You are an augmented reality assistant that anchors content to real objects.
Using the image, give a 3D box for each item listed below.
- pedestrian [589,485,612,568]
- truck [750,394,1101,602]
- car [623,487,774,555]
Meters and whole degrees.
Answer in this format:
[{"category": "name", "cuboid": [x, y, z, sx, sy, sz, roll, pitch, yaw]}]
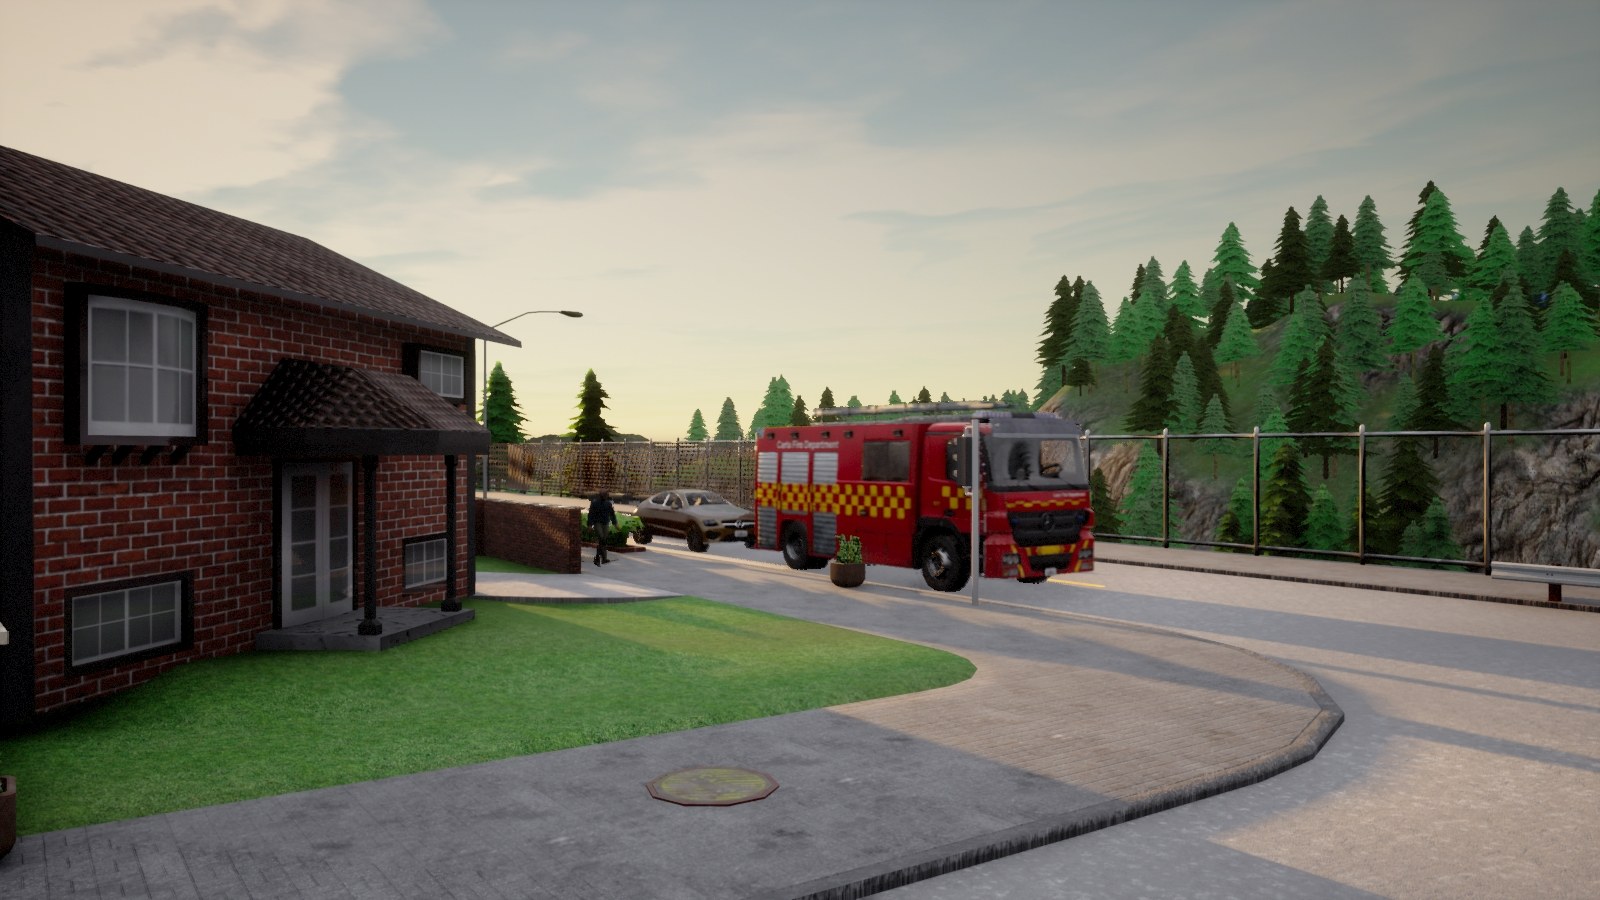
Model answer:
[{"category": "pedestrian", "cuboid": [-4.556, 1.745, 26.100, 0.375, 1.860, 0.375, 0, 0, -35]}, {"category": "truck", "cuboid": [2.390, 0.891, 25.410, 2.891, 3.827, 8.468, 0, 0, -35]}, {"category": "car", "cuboid": [-3.045, 1.993, 33.188, 2.152, 1.651, 5.027, 0, 0, -35]}]
